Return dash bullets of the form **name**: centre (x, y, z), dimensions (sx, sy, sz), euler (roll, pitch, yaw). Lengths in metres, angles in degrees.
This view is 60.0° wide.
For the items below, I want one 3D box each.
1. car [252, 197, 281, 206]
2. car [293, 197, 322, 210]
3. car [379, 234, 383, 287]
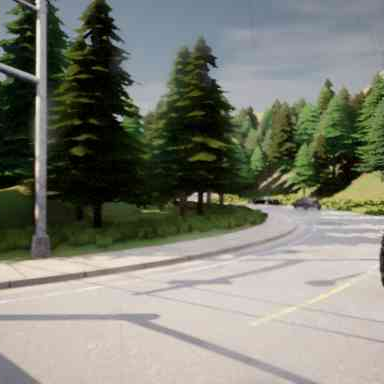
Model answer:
- **car**: centre (10.932, 1.349, 49.331), dimensions (1.895, 1.301, 4.718), euler (0, 0, -26)
- **car**: centre (13.641, 1.354, 39.370), dimensions (1.812, 1.442, 4.674), euler (0, 0, -6)
- **car**: centre (6.225, 1.191, 8.022), dimensions (2.150, 2.045, 5.566), euler (1, 0, 42)
